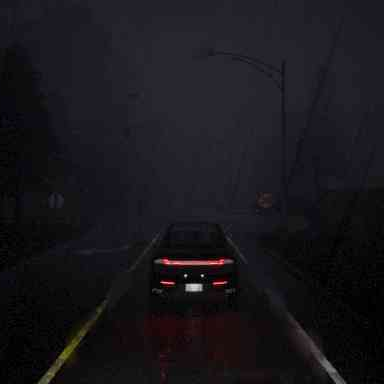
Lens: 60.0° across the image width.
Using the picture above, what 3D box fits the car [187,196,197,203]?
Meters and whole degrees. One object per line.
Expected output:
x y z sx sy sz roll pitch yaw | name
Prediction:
0.011 1.491 69.592 2.128 1.511 4.902 0 0 0 | car

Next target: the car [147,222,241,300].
0.055 1.492 8.361 2.128 1.511 4.902 0 0 0 | car

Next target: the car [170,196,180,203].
-3.489 1.503 69.519 1.837 1.490 4.892 0 0 0 | car

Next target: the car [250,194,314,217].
8.143 1.208 30.158 5.566 2.045 2.150 0 0 -1 | car

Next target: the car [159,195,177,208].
-3.584 1.547 47.364 2.033 1.411 5.357 0 0 0 | car

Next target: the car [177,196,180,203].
-3.567 1.478 57.603 1.882 1.535 5.008 0 0 0 | car
